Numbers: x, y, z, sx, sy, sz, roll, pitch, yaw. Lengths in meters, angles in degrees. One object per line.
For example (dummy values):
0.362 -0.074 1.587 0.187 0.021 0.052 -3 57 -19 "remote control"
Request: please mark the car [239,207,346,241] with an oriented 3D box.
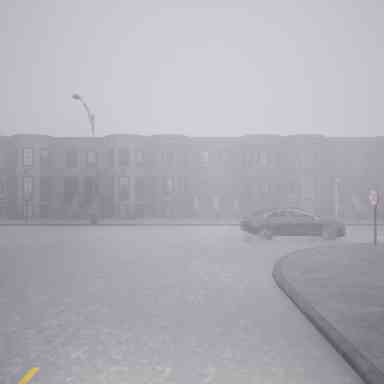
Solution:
4.714 1.491 15.875 4.902 1.511 2.128 0 0 0 "car"
